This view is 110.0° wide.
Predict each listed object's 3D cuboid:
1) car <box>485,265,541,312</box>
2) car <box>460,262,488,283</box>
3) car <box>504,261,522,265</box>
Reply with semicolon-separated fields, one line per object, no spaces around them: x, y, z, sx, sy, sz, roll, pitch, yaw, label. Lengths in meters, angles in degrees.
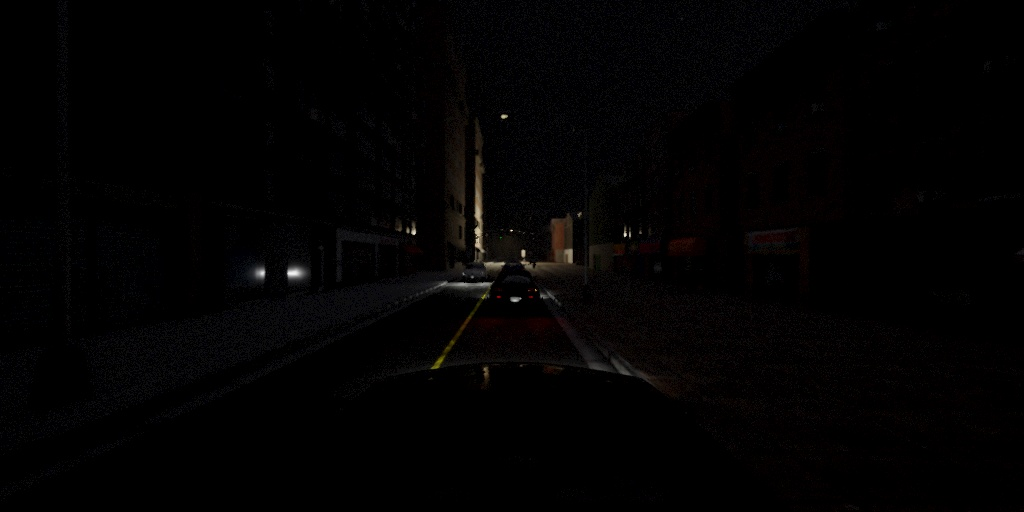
0.103;1.264;14.145;1.812;1.442;4.674;0;0;0;car
-2.838;1.230;28.046;1.812;1.442;4.674;0;0;0;car
0.099;1.177;30.156;1.882;1.535;5.008;0;0;0;car
